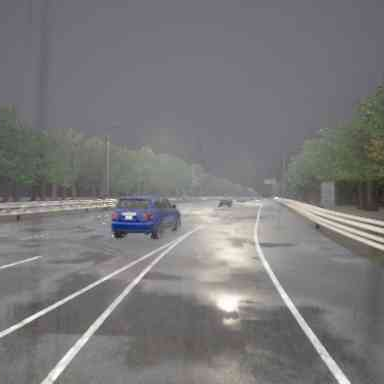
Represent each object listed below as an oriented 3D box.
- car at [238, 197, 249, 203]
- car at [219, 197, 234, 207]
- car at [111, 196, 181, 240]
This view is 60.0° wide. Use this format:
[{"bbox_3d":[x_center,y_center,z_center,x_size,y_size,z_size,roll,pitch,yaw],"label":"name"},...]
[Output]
[{"bbox_3d":[12.981,2.036,86.618,1.994,1.385,4.181,0,-1,13],"label":"car"},{"bbox_3d":[5.412,1.607,52.276,1.837,1.490,4.892,0,0,12],"label":"car"},{"bbox_3d":[-2.188,1.216,17.151,2.150,2.045,5.566,0,0,12],"label":"car"}]
